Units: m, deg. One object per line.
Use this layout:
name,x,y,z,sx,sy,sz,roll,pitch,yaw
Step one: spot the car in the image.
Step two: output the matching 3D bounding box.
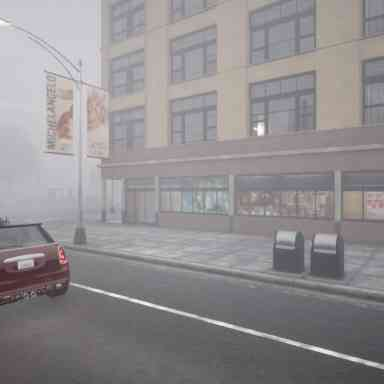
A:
car,-4.784,1.352,7.386,4.553,1.767,2.097,0,0,36
